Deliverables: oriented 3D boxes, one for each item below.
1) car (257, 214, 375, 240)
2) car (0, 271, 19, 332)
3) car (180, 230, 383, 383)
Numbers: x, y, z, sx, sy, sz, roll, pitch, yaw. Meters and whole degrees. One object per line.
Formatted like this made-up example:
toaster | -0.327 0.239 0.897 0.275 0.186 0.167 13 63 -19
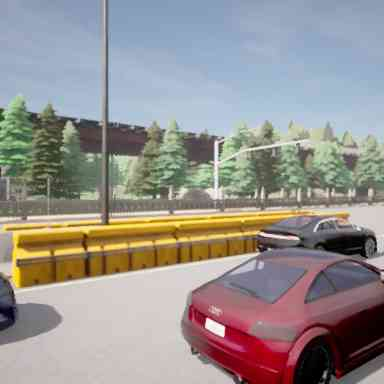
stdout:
car | 4.293 1.506 11.112 4.902 1.511 2.128 0 0 -36
car | -4.781 1.563 4.631 4.181 1.385 1.994 0 0 -36
car | 1.904 1.571 5.107 4.181 1.385 1.994 0 0 -36
